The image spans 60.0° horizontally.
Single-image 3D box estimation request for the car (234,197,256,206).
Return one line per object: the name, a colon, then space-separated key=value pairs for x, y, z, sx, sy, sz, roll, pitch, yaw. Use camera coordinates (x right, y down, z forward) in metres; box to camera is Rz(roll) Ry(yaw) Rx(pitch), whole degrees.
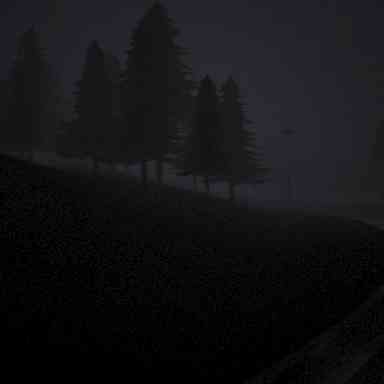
car: x=8.174 y=1.505 z=53.556 sx=1.837 sy=1.490 sz=4.892 roll=0 pitch=0 yaw=-31
